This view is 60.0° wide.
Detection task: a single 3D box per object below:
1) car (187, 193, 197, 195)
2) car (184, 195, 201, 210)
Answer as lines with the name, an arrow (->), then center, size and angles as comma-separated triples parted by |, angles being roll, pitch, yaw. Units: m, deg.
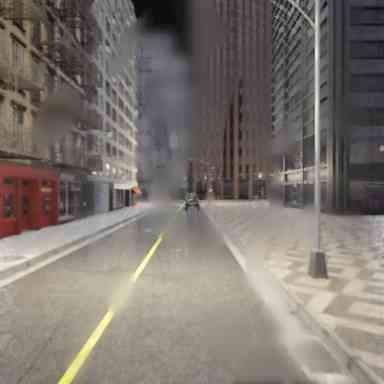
car -> -0.015, 1.200, 59.498 | 2.150, 2.045, 5.566 | 0, 0, -2
car -> 0.035, 1.493, 42.584 | 1.837, 1.490, 4.892 | 0, -1, 0
